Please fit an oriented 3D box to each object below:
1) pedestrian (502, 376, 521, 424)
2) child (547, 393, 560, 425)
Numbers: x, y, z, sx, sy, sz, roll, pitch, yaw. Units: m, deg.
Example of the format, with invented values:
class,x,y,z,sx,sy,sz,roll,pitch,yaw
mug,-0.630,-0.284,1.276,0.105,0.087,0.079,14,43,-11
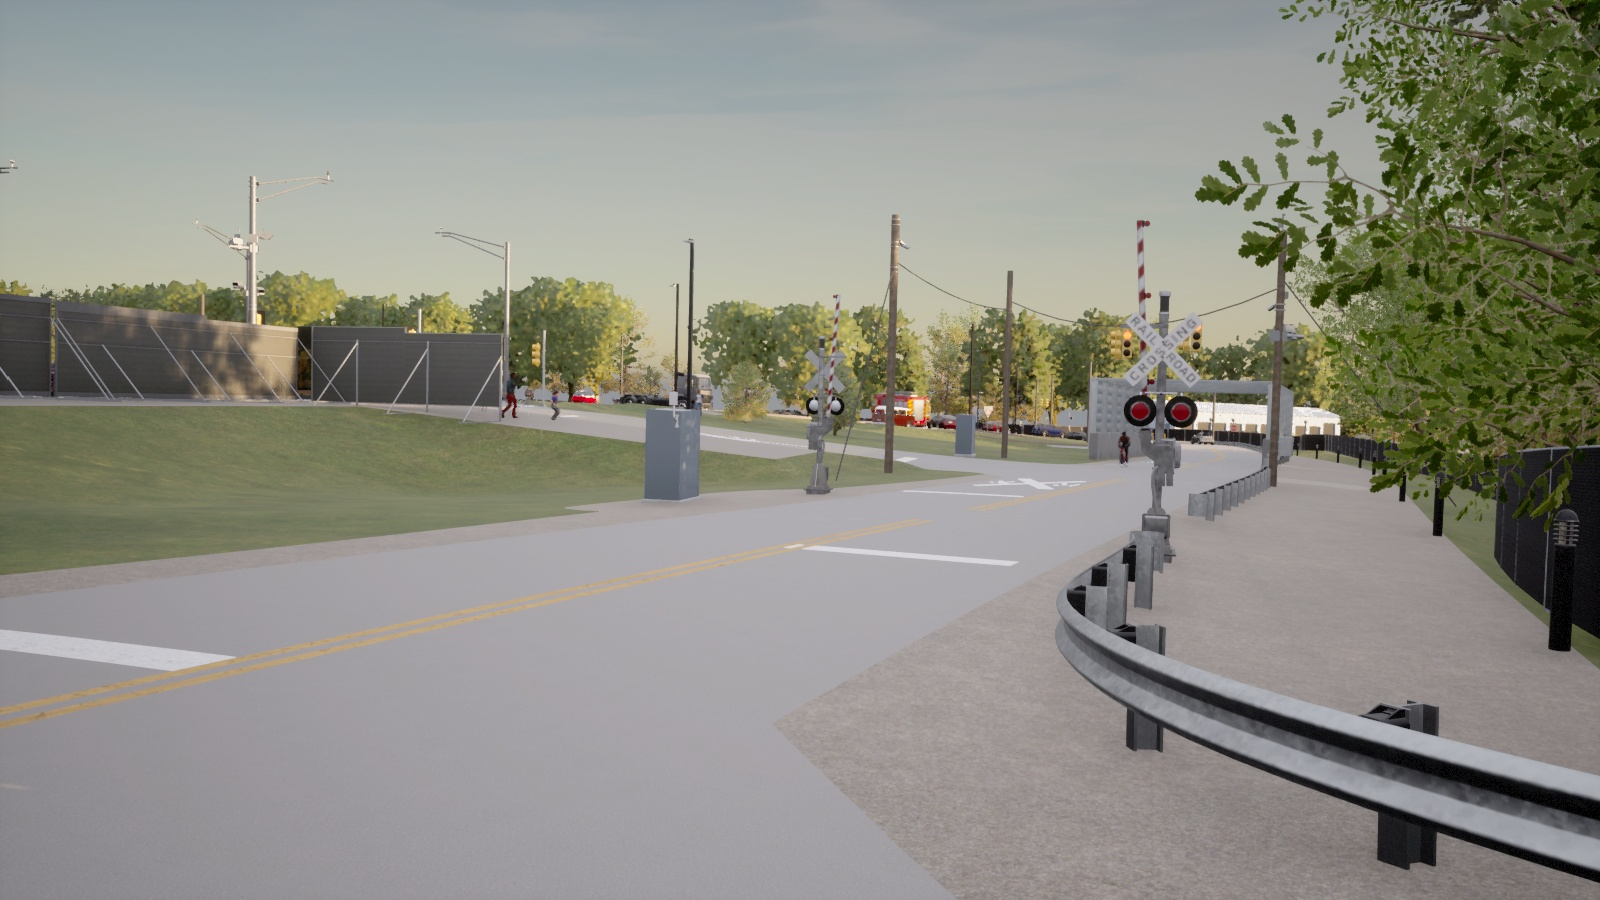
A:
class,x,y,z,sx,sy,sz,roll,pitch,yaw
pedestrian,-11.199,-1.945,48.732,0.614,1.847,0.353,1,3,15
child,-9.753,-1.630,49.757,0.437,1.263,0.270,1,3,5
